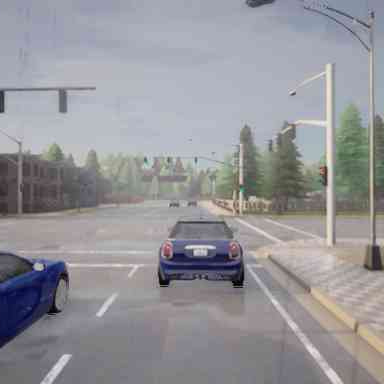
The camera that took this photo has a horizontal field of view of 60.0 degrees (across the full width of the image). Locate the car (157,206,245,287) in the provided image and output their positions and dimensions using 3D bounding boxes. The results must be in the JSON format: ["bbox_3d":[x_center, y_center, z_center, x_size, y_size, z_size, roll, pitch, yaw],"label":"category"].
[{"bbox_3d":[0.292,1.457,9.837,2.097,1.767,4.553,0,-1,2],"label":"car"}]

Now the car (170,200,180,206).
[{"bbox_3d":[-3.373,2.300,66.066,1.895,1.301,4.718,0,-1,0],"label":"car"}]

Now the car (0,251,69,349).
[{"bbox_3d":[-3.422,1.529,4.748,1.882,1.535,5.008,0,-1,0],"label":"car"}]

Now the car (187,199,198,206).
[{"bbox_3d":[0.028,2.216,67.097,1.837,1.490,4.892,0,-1,0],"label":"car"}]
